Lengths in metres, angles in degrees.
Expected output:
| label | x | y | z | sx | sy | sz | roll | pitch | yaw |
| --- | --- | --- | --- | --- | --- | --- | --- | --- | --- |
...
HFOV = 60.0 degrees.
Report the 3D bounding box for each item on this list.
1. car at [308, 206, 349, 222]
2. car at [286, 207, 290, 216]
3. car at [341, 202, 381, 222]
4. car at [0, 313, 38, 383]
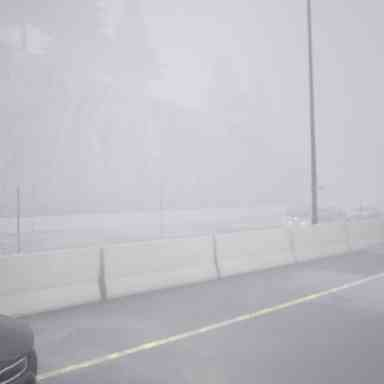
| label | x | y | z | sx | sy | sz | roll | pitch | yaw |
| --- | --- | --- | --- | --- | --- | --- | --- | --- | --- |
| car | 13.255 | 2.119 | 32.210 | 4.718 | 1.301 | 1.895 | 0 | -2 | -43 |
| car | 13.623 | 2.238 | 42.391 | 1.882 | 1.535 | 5.008 | -3 | -2 | 44 |
| car | 15.301 | 1.931 | 29.378 | 4.674 | 1.442 | 1.812 | 0 | -2 | -43 |
| car | -3.887 | 1.633 | 2.464 | 5.008 | 1.535 | 1.882 | 0 | -2 | -33 |
